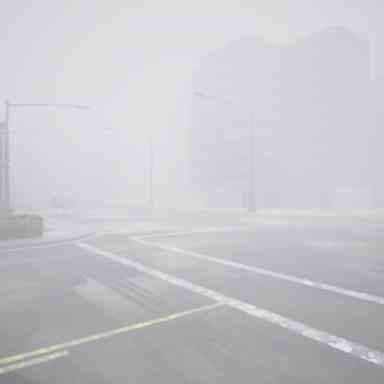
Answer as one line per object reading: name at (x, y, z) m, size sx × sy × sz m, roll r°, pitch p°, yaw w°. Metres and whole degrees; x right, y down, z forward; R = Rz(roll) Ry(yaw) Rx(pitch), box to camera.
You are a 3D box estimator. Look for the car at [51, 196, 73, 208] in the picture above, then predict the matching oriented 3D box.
car at (-18.230, 1.318, 46.595) m, size 2.097 × 1.767 × 4.553 m, roll 0°, pitch 0°, yaw -36°
